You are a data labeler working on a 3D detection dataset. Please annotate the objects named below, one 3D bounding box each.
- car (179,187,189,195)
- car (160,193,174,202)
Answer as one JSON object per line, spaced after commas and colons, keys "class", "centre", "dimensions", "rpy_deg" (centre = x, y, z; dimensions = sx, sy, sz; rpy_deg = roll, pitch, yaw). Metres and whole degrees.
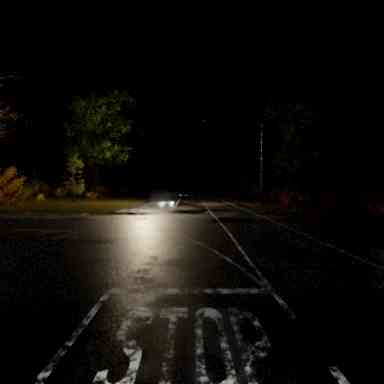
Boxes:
{"class": "car", "centre": [-2.245, -0.291, 93.962], "dimensions": [2.150, 2.045, 5.566], "rpy_deg": [0, 1, 5]}
{"class": "car", "centre": [-3.786, 0.770, 51.092], "dimensions": [1.895, 1.301, 4.718], "rpy_deg": [0, 1, -1]}
